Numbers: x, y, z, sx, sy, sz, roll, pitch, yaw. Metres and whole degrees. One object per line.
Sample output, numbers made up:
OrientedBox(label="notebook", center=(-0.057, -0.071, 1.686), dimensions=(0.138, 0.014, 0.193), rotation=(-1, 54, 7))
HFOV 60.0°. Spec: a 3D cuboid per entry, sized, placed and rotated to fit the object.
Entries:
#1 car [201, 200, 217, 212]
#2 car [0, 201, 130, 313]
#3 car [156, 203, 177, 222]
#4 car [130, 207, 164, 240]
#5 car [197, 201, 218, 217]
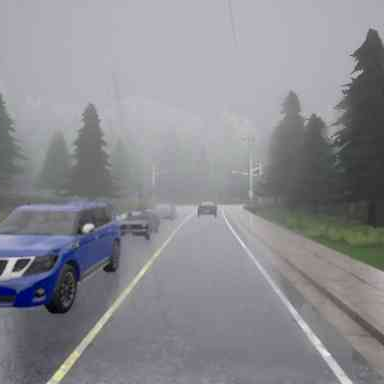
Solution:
OrientedBox(label="car", center=(2.368, 1.867, 44.551), dimensions=(1.994, 1.385, 4.181), rotation=(0, 0, 5))
OrientedBox(label="car", center=(-3.334, 1.277, 8.182), dimensions=(2.150, 2.045, 5.566), rotation=(0, 0, 3))
OrientedBox(label="car", center=(-2.370, 1.719, 28.515), dimensions=(1.812, 1.442, 4.674), rotation=(0, 0, 4))
OrientedBox(label="car", center=(-2.922, 1.723, 18.004), dimensions=(1.895, 1.301, 4.718), rotation=(0, 0, 2))
OrientedBox(label="car", center=(1.613, 1.710, 34.095), dimensions=(1.882, 1.535, 5.008), rotation=(0, 0, 5))
